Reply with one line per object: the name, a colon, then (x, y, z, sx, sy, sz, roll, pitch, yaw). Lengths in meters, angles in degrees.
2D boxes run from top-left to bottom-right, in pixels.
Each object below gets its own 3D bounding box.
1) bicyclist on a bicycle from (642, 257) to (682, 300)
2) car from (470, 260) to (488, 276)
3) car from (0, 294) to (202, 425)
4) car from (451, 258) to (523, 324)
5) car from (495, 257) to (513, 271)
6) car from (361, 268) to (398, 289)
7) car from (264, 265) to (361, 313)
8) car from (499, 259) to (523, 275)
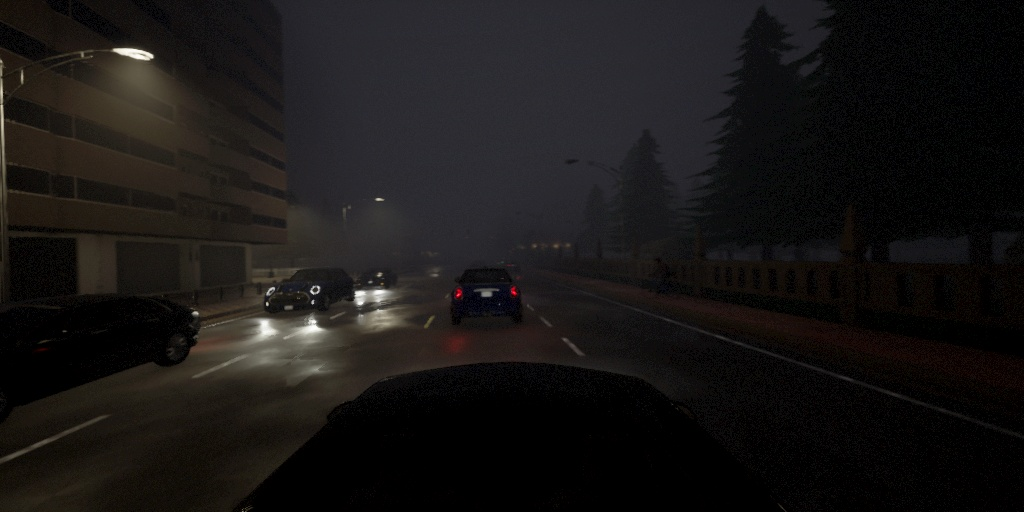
bicyclist on a bicycle: (5.818, 0.880, 13.920, 1.656, 1.620, 0.582, -1, 0, -6)
car: (-3.735, 1.262, 40.204, 1.882, 1.535, 5.008, -1, 0, -6)
car: (-7.383, 1.440, 5.632, 1.837, 1.490, 4.892, -1, 0, -6)
car: (-0.909, 1.108, 12.301, 2.097, 1.767, 4.553, -2, 0, -5)
car: (-1.224, 1.055, 49.863, 2.097, 1.767, 4.553, -1, 0, -6)
car: (-9.413, 1.520, 25.253, 1.994, 1.385, 4.181, -1, 0, -6)
car: (-8.390, 1.297, 15.300, 2.097, 1.767, 4.553, -1, 0, -6)
car: (-0.170, 1.185, 39.734, 2.128, 1.511, 4.902, -1, 0, -6)
